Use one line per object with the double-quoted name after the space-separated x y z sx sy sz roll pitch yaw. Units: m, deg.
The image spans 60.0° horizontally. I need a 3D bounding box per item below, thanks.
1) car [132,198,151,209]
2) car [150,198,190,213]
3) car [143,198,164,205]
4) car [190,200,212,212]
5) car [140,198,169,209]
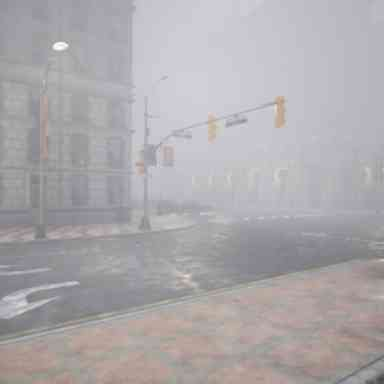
-8.202 1.634 47.115 2.128 1.511 4.902 0 0 -35 "car"
-2.647 1.648 39.359 1.837 1.490 4.892 0 0 -36 "car"
-7.553 1.818 64.755 1.895 1.301 4.718 0 0 -35 "car"
0.221 1.715 41.356 2.033 1.411 5.357 0 0 -36 "car"
-5.675 1.714 49.605 2.033 1.411 5.357 0 0 -35 "car"
